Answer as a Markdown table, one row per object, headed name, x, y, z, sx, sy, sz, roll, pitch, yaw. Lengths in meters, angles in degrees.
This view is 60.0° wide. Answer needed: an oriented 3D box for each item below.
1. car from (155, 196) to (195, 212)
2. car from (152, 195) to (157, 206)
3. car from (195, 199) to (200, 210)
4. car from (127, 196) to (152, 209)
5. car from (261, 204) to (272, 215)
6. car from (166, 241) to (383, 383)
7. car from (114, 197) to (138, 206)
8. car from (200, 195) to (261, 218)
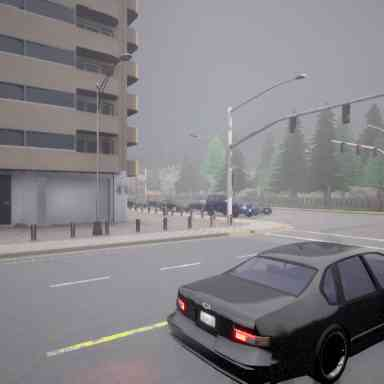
| name | x | y | z | sx | sy | sz | roll | pitch | yaw |
| --- | --- | --- | --- | --- | --- | --- | --- | --- | --- |
| car | -2.089 | 1.560 | 39.408 | 1.837 | 1.490 | 4.892 | 0 | 0 | -36 |
| car | -4.853 | 1.407 | 49.248 | 2.097 | 1.767 | 4.553 | 0 | 0 | -36 |
| car | 1.094 | 1.581 | 40.992 | 1.812 | 1.442 | 4.674 | 0 | 0 | -36 |
| car | -8.169 | 1.560 | 47.860 | 1.837 | 1.490 | 4.892 | 0 | 0 | -36 |
| car | 6.127 | 1.619 | 33.990 | 1.994 | 1.385 | 4.181 | 0 | 0 | -36 |
| car | 2.238 | 1.547 | 5.377 | 5.357 | 1.411 | 2.033 | 0 | 0 | -35 |
| car | -11.729 | 1.603 | 58.889 | 2.033 | 1.411 | 5.357 | 0 | 0 | -35 |
| car | 3.506 | 1.277 | 31.639 | 2.150 | 2.045 | 5.566 | 0 | 0 | -36 |
